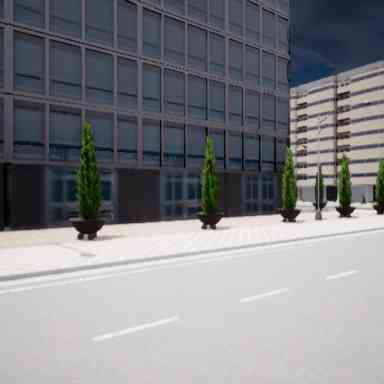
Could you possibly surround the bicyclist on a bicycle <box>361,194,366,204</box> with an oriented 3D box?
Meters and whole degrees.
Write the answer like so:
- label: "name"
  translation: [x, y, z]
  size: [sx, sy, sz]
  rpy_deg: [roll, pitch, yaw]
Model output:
- label: "bicyclist on a bicycle"
  translation: [27.653, 1.219, 53.689]
  size: [1.656, 1.620, 0.582]
  rpy_deg: [0, 0, -35]
